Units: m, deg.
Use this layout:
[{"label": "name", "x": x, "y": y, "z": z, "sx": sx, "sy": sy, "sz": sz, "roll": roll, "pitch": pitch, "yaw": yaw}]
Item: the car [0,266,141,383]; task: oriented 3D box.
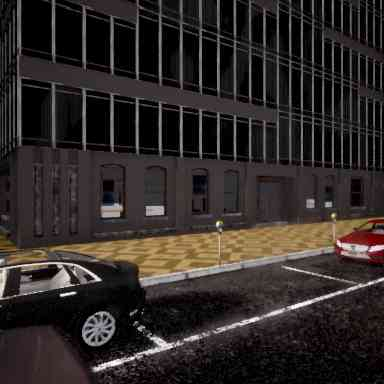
[{"label": "car", "x": -2.972, "y": 1.547, "z": 1.266, "sx": 5.357, "sy": 1.411, "sz": 2.033, "roll": 0, "pitch": 0, "yaw": -35}]

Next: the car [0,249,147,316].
[{"label": "car", "x": -2.780, "y": 1.551, "z": 4.577, "sx": 4.403, "sy": 1.369, "sz": 2.008, "roll": 0, "pitch": 0, "yaw": -35}]

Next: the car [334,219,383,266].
[{"label": "car", "x": 6.510, "y": 1.582, "z": 11.157, "sx": 4.206, "sy": 1.307, "sz": 1.802, "roll": 0, "pitch": 0, "yaw": -35}]
